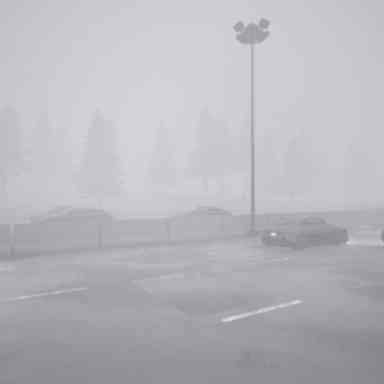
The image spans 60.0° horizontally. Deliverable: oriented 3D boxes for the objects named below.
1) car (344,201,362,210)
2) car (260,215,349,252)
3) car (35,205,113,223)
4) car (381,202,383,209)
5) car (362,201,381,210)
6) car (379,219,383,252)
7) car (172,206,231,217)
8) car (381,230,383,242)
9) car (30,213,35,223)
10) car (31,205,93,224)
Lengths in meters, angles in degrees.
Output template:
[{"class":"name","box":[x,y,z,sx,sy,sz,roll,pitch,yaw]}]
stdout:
[{"class":"car","box":[25.975,2.124,51.862,5.008,1.535,1.882,0,-1,-27]},{"class":"car","box":[5.084,1.746,14.936,4.181,1.385,1.994,0,-1,-32]},{"class":"car","box":[-8.060,1.831,23.457,4.892,1.490,1.837,0,-1,-32]},{"class":"car","box":[29.106,1.826,45.605,5.566,2.045,2.150,0,-1,-27]},{"class":"car","box":[27.554,2.160,48.738,4.181,1.385,1.994,0,-1,-27]},{"class":"car","box":[10.101,1.758,13.948,4.718,1.301,1.895,0,-1,-32]},{"class":"car","box":[0.740,1.812,24.838,4.902,1.511,2.128,0,-1,-32]},{"class":"car","box":[6.505,1.436,7.570,4.553,1.767,2.097,0,-1,-32]},{"class":"car","box":[-10.417,1.930,26.110,4.181,1.385,1.994,0,-1,-32]},{"class":"car","box":[-11.517,1.918,29.552,4.892,1.490,1.837,0,-1,-32]}]
